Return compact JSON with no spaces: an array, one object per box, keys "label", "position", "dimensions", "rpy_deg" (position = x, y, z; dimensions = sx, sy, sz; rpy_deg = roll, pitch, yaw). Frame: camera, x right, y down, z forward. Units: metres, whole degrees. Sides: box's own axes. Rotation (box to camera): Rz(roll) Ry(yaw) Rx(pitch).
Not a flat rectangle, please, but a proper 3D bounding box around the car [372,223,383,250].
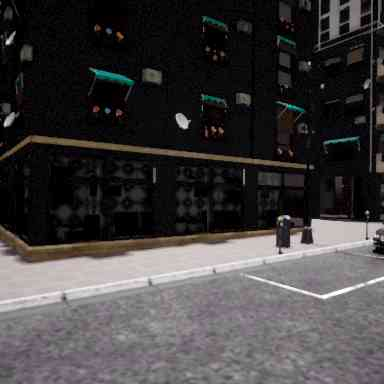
[{"label":"car","position":[8.709,1.552,12.906],"dimensions":[4.403,1.369,2.008],"rpy_deg":[0,1,-35]}]
